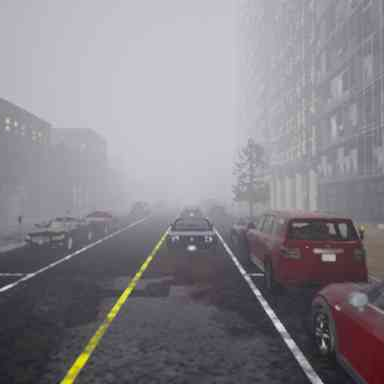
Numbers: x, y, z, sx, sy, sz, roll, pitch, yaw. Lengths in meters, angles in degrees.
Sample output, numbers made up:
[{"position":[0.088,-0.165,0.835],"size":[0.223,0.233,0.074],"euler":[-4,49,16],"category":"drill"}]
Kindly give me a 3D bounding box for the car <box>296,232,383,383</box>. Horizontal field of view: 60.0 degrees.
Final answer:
[{"position":[2.703,1.473,3.313],"size":[1.967,1.590,4.097],"euler":[1,-1,0],"category":"car"}]

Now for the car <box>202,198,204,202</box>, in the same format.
[{"position":[3.102,1.874,54.406],"size":[2.097,1.767,4.553],"euler":[0,-1,0],"category":"car"}]

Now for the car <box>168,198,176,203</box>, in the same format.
[{"position":[-5.699,2.471,93.665],"size":[1.947,1.339,4.313],"euler":[1,-1,0],"category":"car"}]

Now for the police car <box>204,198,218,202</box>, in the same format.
[{"position":[3.124,1.880,47.545],"size":[1.930,1.638,5.238],"euler":[0,-1,0],"category":"police car"}]

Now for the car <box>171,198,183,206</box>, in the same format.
[{"position":[-3.014,2.037,71.025],"size":[2.097,1.767,4.553],"euler":[0,-1,0],"category":"car"}]

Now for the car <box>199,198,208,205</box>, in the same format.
[{"position":[2.654,2.178,76.682],"size":[1.967,1.590,4.097],"euler":[1,-1,0],"category":"car"}]

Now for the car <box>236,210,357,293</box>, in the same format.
[{"position":[2.704,1.401,8.958],"size":[2.192,1.841,5.009],"euler":[1,-1,0],"category":"car"}]

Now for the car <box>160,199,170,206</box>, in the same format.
[{"position":[-5.693,2.207,70.921],"size":[1.752,1.417,4.829],"euler":[1,-1,0],"category":"car"}]

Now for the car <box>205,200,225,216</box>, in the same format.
[{"position":[2.694,1.922,37.174],"size":[1.947,1.339,4.313],"euler":[1,-1,0],"category":"car"}]

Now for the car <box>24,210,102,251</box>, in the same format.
[{"position":[-5.681,1.691,14.653],"size":[2.008,1.369,4.403],"euler":[1,-1,0],"category":"car"}]

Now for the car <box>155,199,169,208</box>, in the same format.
[{"position":[-5.691,2.140,59.803],"size":[1.947,1.339,4.313],"euler":[1,-1,0],"category":"car"}]

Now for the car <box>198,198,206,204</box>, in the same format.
[{"position":[2.650,2.415,87.969],"size":[1.947,1.339,4.313],"euler":[1,-1,0],"category":"car"}]

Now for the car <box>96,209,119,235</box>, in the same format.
[{"position":[-5.682,1.739,20.297],"size":[1.887,1.381,4.507],"euler":[1,-1,0],"category":"car"}]

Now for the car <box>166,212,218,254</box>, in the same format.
[{"position":[-0.001,1.736,14.122],"size":[1.895,1.301,4.718],"euler":[0,-1,0],"category":"car"}]

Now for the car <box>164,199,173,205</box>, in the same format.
[{"position":[-5.696,2.339,82.378],"size":[1.887,1.381,4.507],"euler":[1,-1,0],"category":"car"}]

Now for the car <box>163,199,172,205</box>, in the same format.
[{"position":[-5.695,2.321,76.734],"size":[1.802,1.307,4.206],"euler":[1,-1,0],"category":"car"}]

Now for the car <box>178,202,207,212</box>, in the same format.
[{"position":[-0.002,1.844,29.316],"size":[1.994,1.385,4.181],"euler":[0,-1,0],"category":"car"}]

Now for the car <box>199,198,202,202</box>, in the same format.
[{"position":[2.655,2.194,65.393],"size":[1.947,1.339,4.313],"euler":[1,-1,0],"category":"car"}]

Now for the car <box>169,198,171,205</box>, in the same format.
[{"position":[-5.690,2.069,65.448],"size":[1.967,1.590,4.097],"euler":[1,-1,0],"category":"car"}]

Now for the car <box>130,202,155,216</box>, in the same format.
[{"position":[-5.684,1.797,37.229],"size":[1.967,1.590,4.097],"euler":[1,-1,0],"category":"car"}]

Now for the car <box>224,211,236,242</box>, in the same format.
[{"position":[2.699,1.705,14.599],"size":[1.947,1.339,4.313],"euler":[1,-1,0],"category":"car"}]
